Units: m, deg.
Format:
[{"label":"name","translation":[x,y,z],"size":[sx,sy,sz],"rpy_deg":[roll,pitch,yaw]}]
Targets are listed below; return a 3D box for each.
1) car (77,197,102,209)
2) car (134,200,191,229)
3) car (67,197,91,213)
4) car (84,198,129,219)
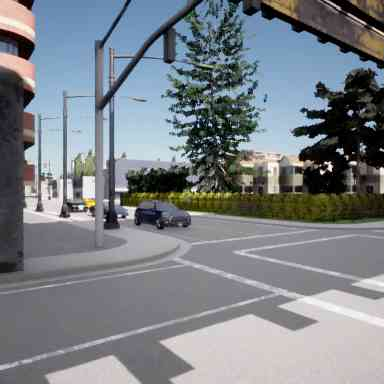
[{"label":"car","translation":[-14.086,1.478,45.302],"size":[1.882,1.535,5.008],"rpy_deg":[0,0,-34]},{"label":"car","translation":[-1.988,1.352,21.656],"size":[2.097,1.767,4.553],"rpy_deg":[0,0,-35]},{"label":"car","translation":[-13.318,1.492,37.788],"size":[2.128,1.511,4.902],"rpy_deg":[0,0,-35]},{"label":"car","translation":[-7.462,1.547,29.435],"size":[2.033,1.411,5.357],"rpy_deg":[0,0,-35]}]
